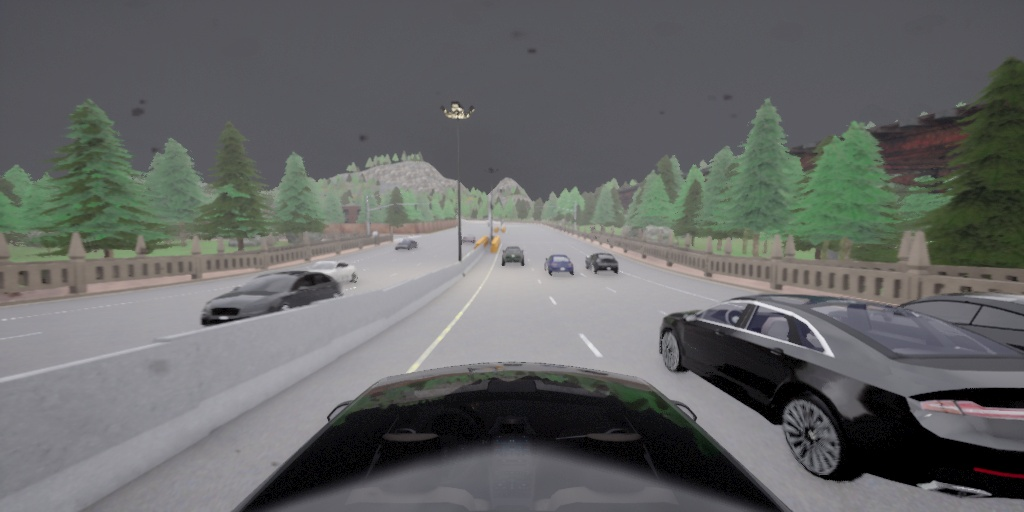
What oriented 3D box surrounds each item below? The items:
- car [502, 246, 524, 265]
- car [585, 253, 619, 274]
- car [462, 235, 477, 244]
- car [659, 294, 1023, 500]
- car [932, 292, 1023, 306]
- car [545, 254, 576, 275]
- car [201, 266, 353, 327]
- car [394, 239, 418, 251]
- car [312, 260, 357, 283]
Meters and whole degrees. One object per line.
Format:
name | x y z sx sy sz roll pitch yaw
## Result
car | 0.103 -0.200 34.784 2.097 1.767 4.553 0 6 0
car | 7.102 0.497 28.682 1.837 1.490 4.892 0 4 0
car | -6.906 -2.757 58.769 1.812 1.442 4.674 0 7 0
car | 3.600 1.241 4.655 2.128 1.511 4.902 0 0 0
car | 7.100 1.275 5.392 1.812 1.442 4.674 0 0 0
car | 3.602 0.589 27.707 1.812 1.442 4.674 0 4 0
car | -7.100 1.249 11.258 1.837 1.490 4.892 0 1 0
car | -14.035 -1.499 47.951 2.033 1.411 5.357 0 7 1
car | -10.596 1.002 20.749 1.812 1.442 4.674 0 2 0
